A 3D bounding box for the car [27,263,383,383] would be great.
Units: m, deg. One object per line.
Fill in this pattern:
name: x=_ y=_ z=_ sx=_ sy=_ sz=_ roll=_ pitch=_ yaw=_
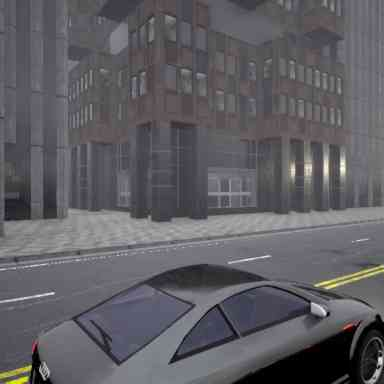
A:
car: x=0.451 y=1.563 z=3.800 sx=4.181 sy=1.385 sz=1.994 roll=0 pitch=0 yaw=-36
